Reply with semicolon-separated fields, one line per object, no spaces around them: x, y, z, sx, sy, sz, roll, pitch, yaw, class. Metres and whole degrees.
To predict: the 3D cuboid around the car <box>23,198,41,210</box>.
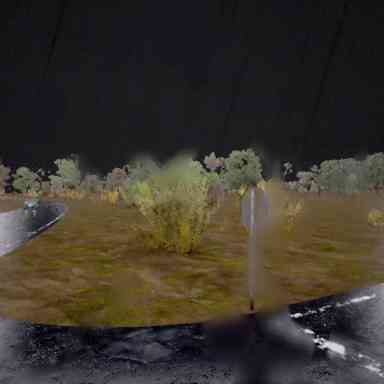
-22.379;1.630;46.691;2.128;1.511;4.902;0;0;-19;car
